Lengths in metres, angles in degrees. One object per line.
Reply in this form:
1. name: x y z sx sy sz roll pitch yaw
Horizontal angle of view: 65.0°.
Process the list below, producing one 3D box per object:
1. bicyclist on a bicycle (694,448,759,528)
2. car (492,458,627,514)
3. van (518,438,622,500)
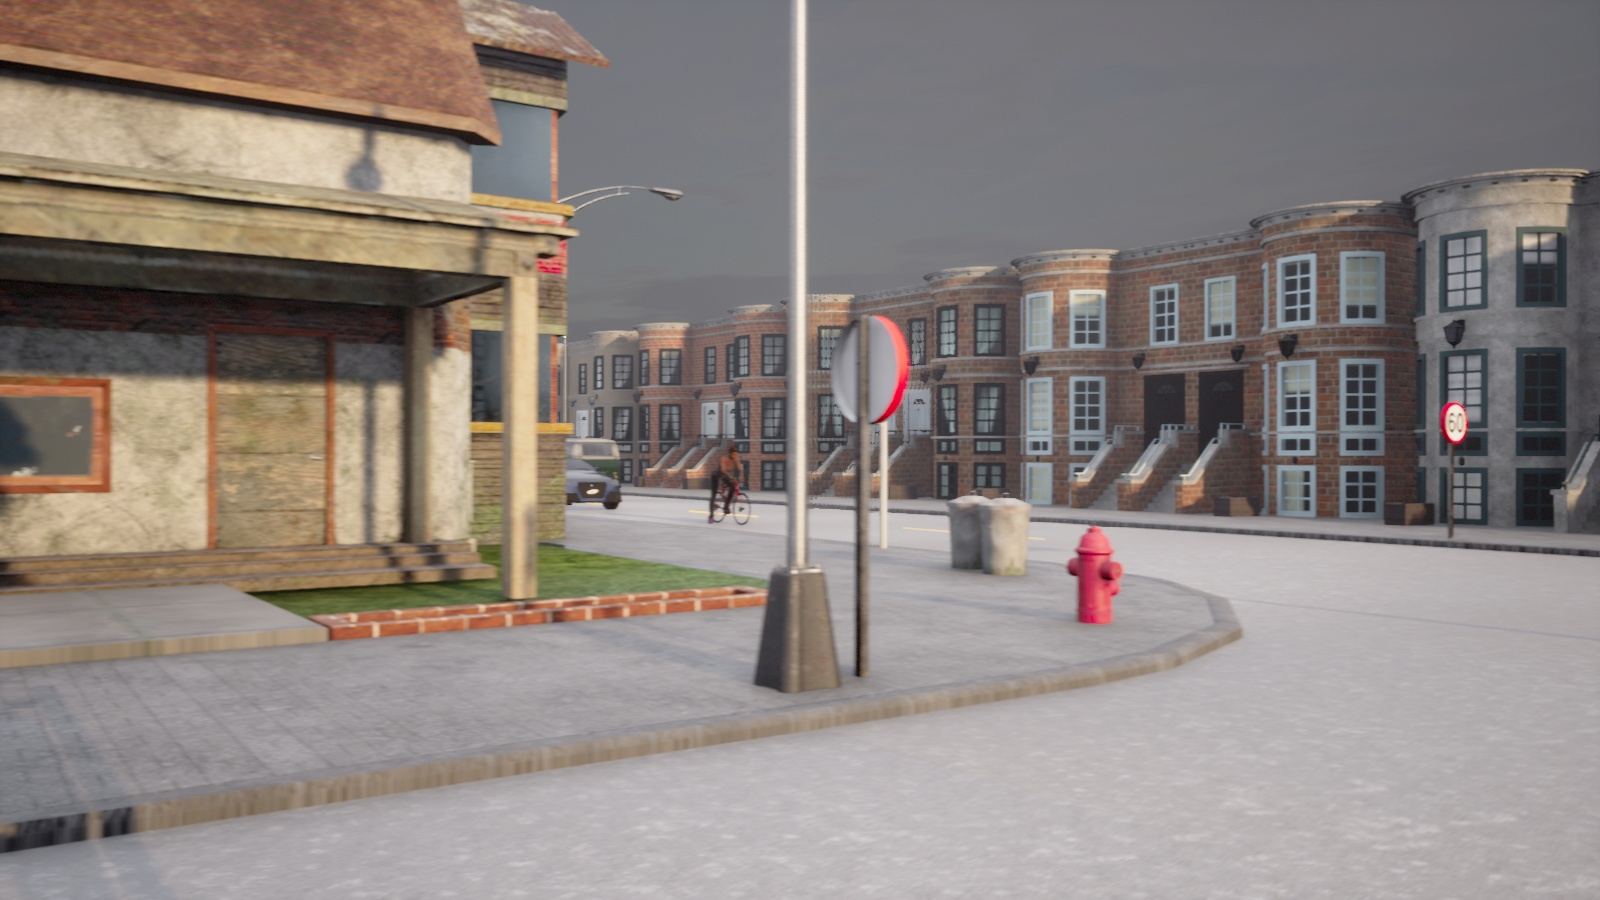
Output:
1. bicyclist on a bicycle: -1.542 0.766 26.258 0.582 1.620 1.656 0 0 -35
2. car: -6.439 0.905 33.330 1.994 1.385 4.181 0 0 -35
3. van: -7.807 0.619 42.337 1.775 1.987 4.442 0 0 -35
